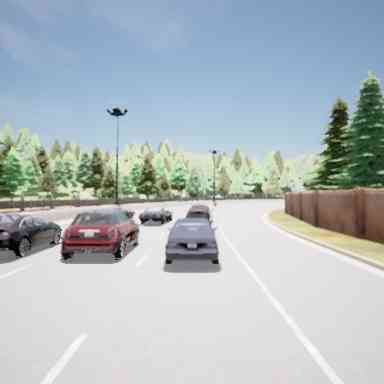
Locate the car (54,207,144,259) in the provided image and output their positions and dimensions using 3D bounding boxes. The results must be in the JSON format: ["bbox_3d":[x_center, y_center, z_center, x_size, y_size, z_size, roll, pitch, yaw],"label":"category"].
[{"bbox_3d":[-3.464,1.495,13.417,2.097,1.767,4.553,0,-1,1],"label":"car"}]

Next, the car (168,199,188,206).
[{"bbox_3d":[-3.131,2.355,76.619,2.033,1.411,5.357,0,-1,32],"label":"car"}]

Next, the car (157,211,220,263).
[{"bbox_3d":[0.015,1.682,12.510,2.033,1.411,5.357,0,-1,0],"label":"car"}]

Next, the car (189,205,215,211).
[{"bbox_3d":[0.708,1.799,27.257,1.837,1.490,4.892,0,0,8],"label":"car"}]

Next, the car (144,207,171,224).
[{"bbox_3d":[-2.819,1.893,27.355,1.895,1.301,4.718,0,-1,8],"label":"car"}]

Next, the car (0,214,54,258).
[{"bbox_3d":[-6.965,1.637,13.494,2.128,1.511,4.902,0,0,1],"label":"car"}]

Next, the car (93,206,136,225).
[{"bbox_3d":[-6.303,1.896,27.697,1.895,1.301,4.718,0,-1,7],"label":"car"}]
